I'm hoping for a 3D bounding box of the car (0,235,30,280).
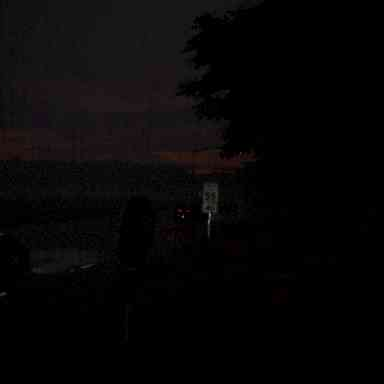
[{"bbox_3d":[-6.049,1.361,7.638,2.097,1.767,4.553,3,1,19],"label":"car"}]

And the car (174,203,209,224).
[{"bbox_3d":[0.071,1.609,26.601,2.128,1.511,4.902,3,0,17],"label":"car"}]

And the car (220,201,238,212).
[{"bbox_3d":[4.906,1.861,43.835,1.994,1.385,4.181,3,0,15],"label":"car"}]
